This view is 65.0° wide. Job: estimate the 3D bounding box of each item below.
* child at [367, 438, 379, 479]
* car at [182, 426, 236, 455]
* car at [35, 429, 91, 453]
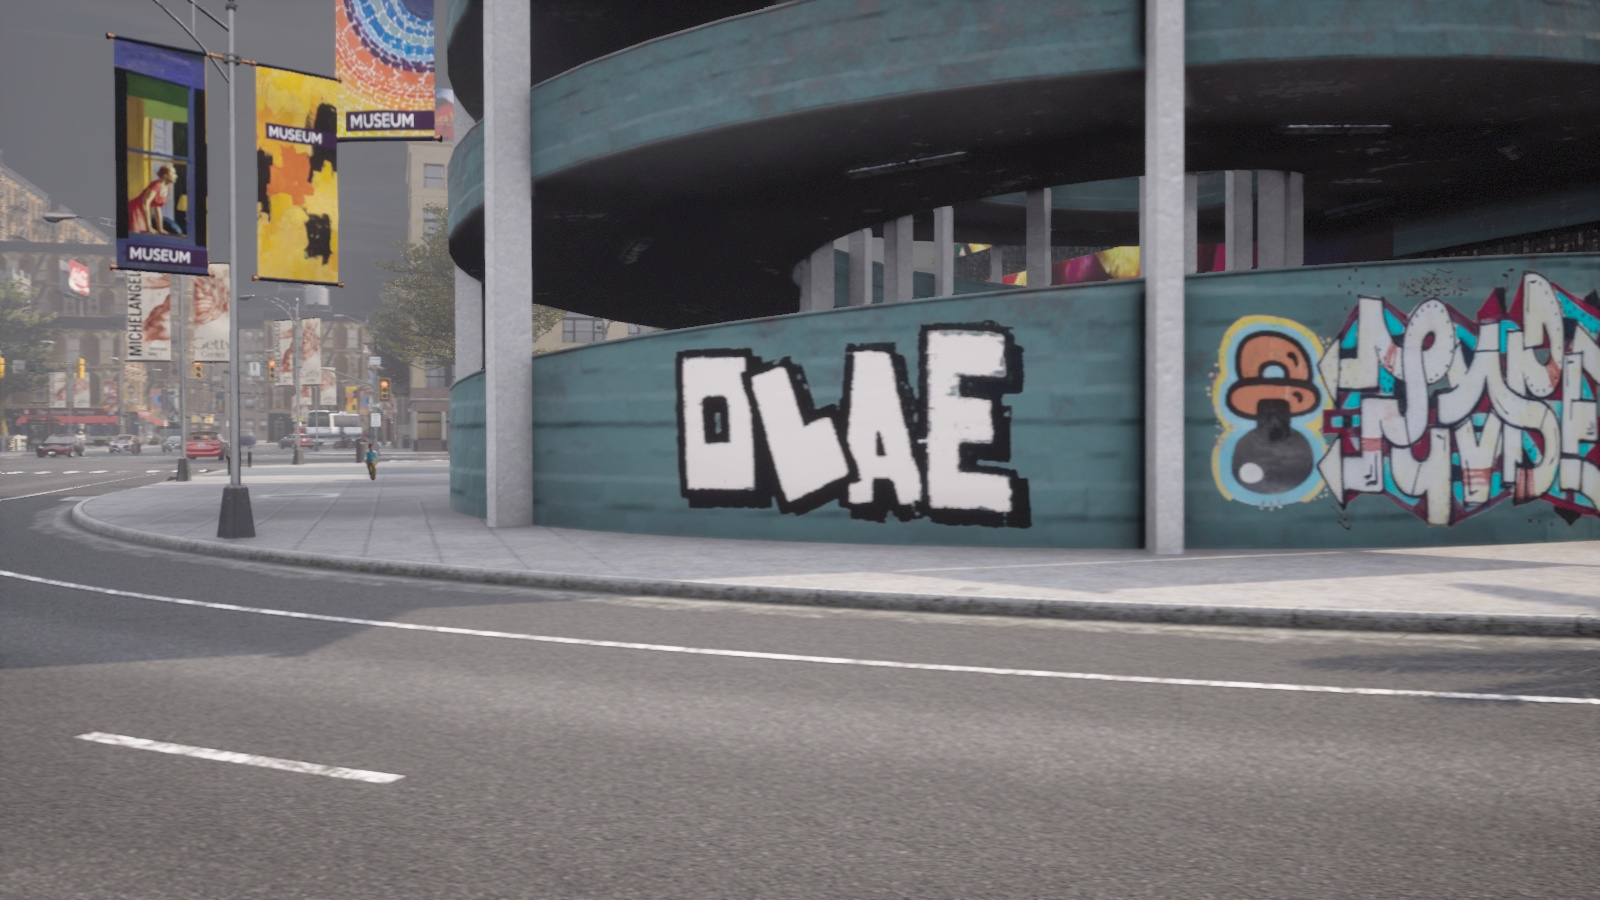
[{"bbox_3d":[-12.714,0.254,37.402,0.343,1.192,0.448,0,1,-19],"label":"child"},{"bbox_3d":[-34.732,-0.573,73.892,2.242,1.667,4.611,0,1,-17],"label":"car"},{"bbox_3d":[-48.565,-0.609,82.885,2.163,1.488,4.792,0,1,-17],"label":"car"}]
